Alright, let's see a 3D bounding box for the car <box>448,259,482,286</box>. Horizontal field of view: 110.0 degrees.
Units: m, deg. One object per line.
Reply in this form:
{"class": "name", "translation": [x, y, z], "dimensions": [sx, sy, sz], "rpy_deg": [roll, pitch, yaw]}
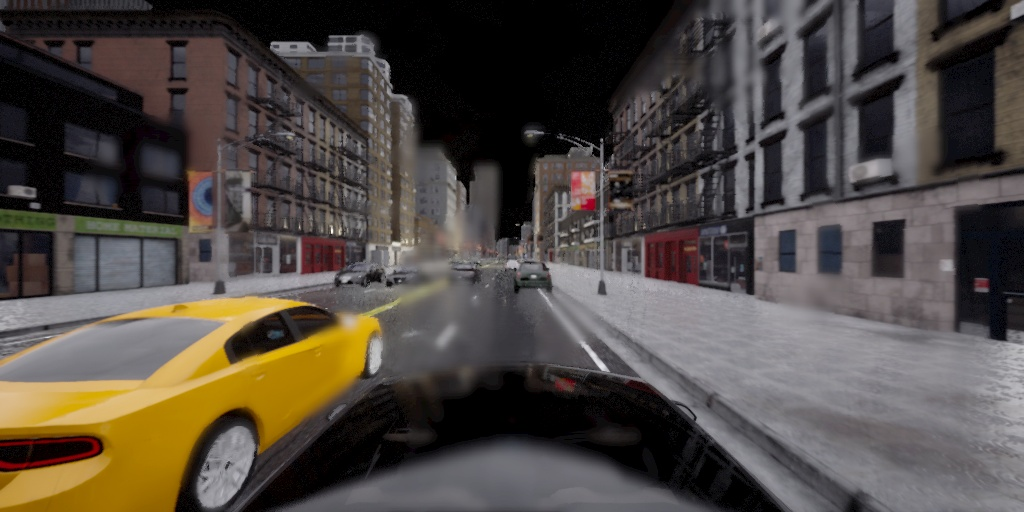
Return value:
{"class": "car", "translation": [-3.149, 1.210, 24.741], "dimensions": [2.128, 1.511, 4.902], "rpy_deg": [0, 0, 0]}

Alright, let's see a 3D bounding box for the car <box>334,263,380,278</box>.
{"class": "car", "translation": [-9.845, 1.211, 23.567], "dimensions": [2.128, 1.511, 4.902], "rpy_deg": [0, 0, 0]}

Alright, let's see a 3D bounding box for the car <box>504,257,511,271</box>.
{"class": "car", "translation": [0.063, 1.206, 47.165], "dimensions": [1.812, 1.442, 4.674], "rpy_deg": [0, 0, 0]}

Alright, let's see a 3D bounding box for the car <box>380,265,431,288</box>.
{"class": "car", "translation": [-6.595, 1.285, 23.136], "dimensions": [1.994, 1.385, 4.181], "rpy_deg": [0, 0, 0]}

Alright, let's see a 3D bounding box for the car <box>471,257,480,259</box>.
{"class": "car", "translation": [-6.523, 1.003, 64.038], "dimensions": [2.097, 1.767, 4.553], "rpy_deg": [0, 0, 1]}

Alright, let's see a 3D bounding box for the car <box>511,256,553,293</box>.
{"class": "car", "translation": [1.138, 1.076, 20.705], "dimensions": [2.097, 1.767, 4.553], "rpy_deg": [0, 0, 0]}

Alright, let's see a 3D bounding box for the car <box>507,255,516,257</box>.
{"class": "car", "translation": [0.002, 0.875, 60.364], "dimensions": [2.150, 2.045, 5.566], "rpy_deg": [0, 0, 0]}

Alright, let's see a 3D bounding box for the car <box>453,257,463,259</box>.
{"class": "car", "translation": [-9.768, 1.002, 64.372], "dimensions": [2.097, 1.767, 4.553], "rpy_deg": [0, 0, 1]}

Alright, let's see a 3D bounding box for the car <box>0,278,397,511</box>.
{"class": "car", "translation": [-3.149, 1.224, 4.231], "dimensions": [1.882, 1.535, 5.008], "rpy_deg": [0, 0, 0]}
